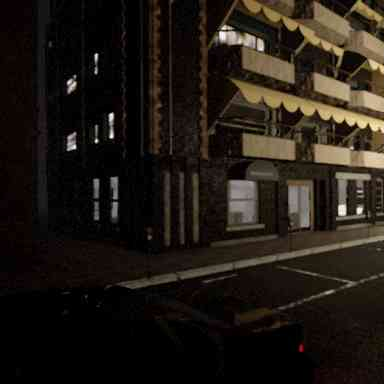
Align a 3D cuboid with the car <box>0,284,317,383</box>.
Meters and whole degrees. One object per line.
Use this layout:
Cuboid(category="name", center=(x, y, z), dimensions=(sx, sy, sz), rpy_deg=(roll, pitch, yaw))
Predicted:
Cuboid(category="car", center=(-1.286, 1.565, 2.424), dimensions=(5.357, 1.411, 2.033), rpy_deg=(0, 0, -37))
